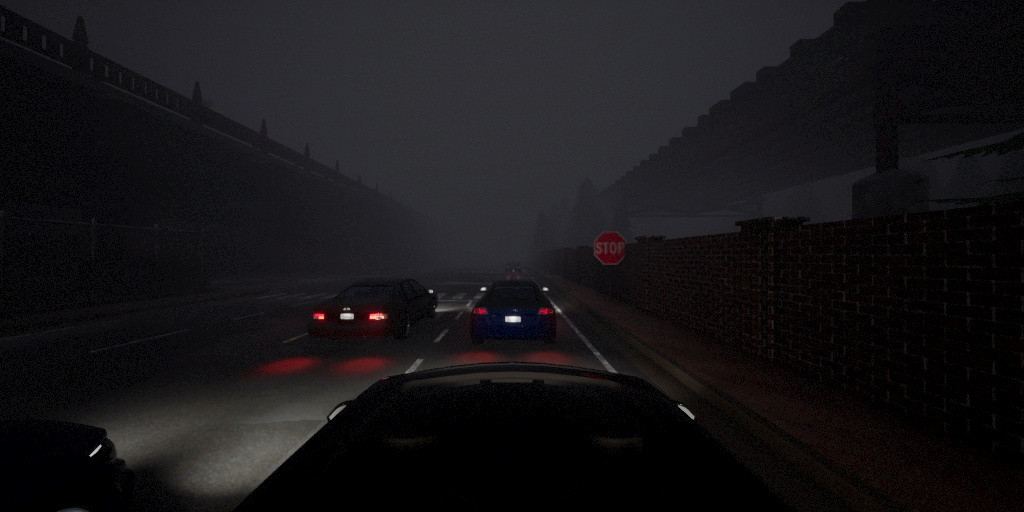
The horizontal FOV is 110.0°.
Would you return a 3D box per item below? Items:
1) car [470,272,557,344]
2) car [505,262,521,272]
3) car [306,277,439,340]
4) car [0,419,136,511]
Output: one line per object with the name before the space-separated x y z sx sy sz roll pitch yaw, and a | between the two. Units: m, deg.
car | 0.063 1.314 9.634 1.994 1.385 4.181 0 0 1
car | 0.125 1.351 42.905 1.895 1.301 4.718 0 0 -1
car | -3.420 1.297 9.931 2.033 1.411 5.357 0 0 0
car | -3.396 1.276 0.359 1.812 1.442 4.674 0 0 0
